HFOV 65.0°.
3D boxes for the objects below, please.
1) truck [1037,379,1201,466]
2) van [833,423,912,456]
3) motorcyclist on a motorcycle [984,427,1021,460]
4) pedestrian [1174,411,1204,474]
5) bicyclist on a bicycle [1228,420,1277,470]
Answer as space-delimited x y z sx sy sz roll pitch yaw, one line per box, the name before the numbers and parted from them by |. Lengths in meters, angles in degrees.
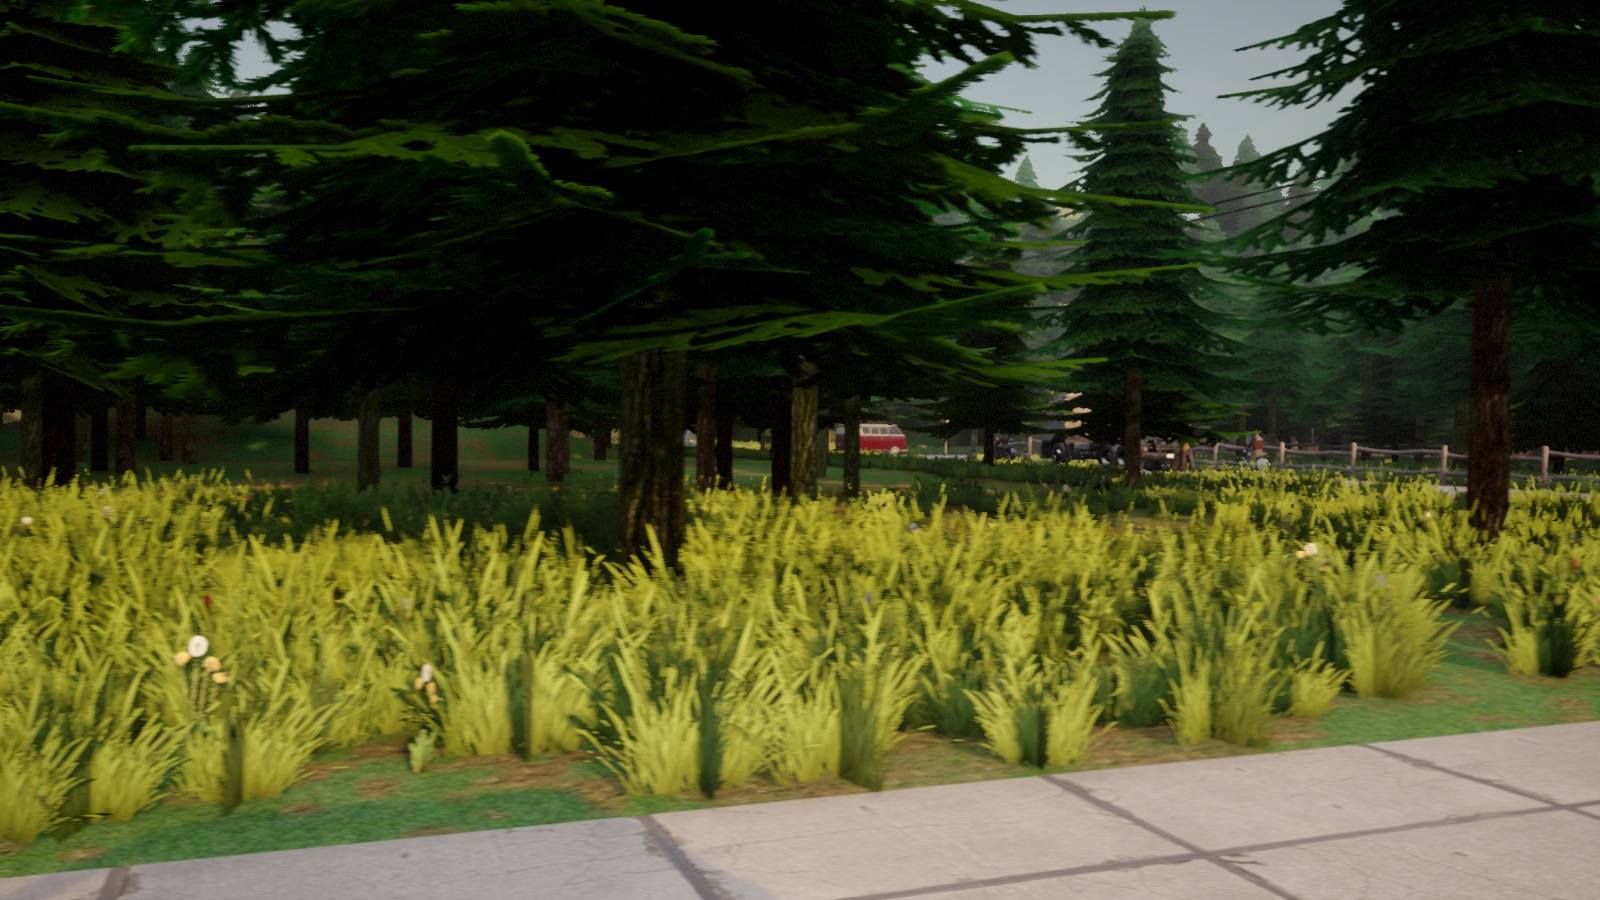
truck | 13.466 -1.149 53.858 2.891 3.462 7.936 -1 1 -20
van | 4.368 -0.662 76.120 4.442 1.987 1.775 -1 1 -21
motorcyclist on a motorcycle | 10.164 -0.330 63.064 0.766 1.649 2.350 -1 1 -21
pedestrian | 11.366 -0.225 36.716 0.328 1.805 0.869 -1 1 -29
bicyclist on a bicycle | 16.425 -0.195 45.585 0.659 1.776 1.843 -1 1 -20
